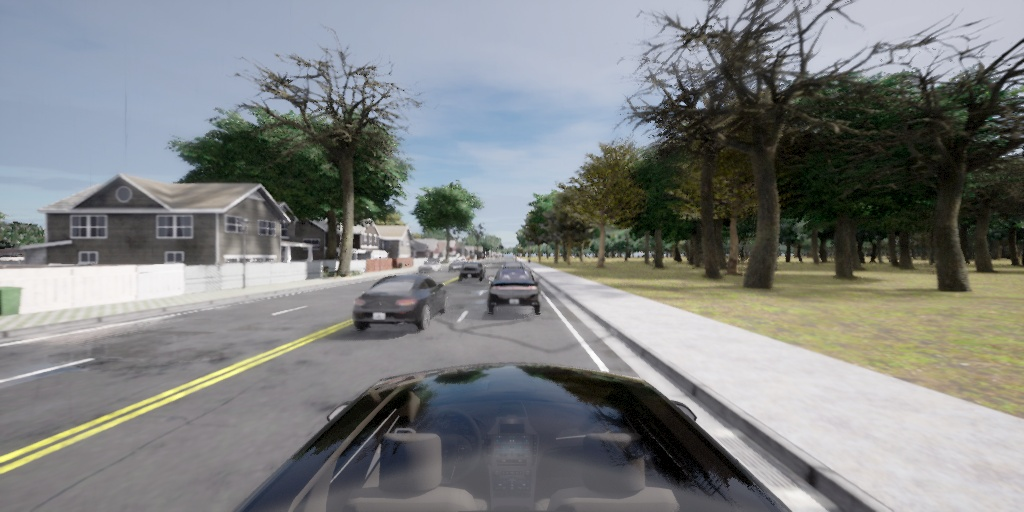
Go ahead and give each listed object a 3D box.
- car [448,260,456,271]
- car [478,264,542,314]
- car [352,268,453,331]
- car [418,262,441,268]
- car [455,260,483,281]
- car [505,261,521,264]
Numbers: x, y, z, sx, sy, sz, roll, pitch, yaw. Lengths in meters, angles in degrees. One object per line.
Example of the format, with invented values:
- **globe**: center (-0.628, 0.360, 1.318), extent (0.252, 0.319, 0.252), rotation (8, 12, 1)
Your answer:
- **car**: center (-6.582, 1.203, 43.921), extent (2.128, 1.511, 4.902), rotation (0, 0, 0)
- **car**: center (0.087, 1.231, 13.810), extent (2.128, 1.511, 4.902), rotation (0, 0, 0)
- **car**: center (-3.175, 1.268, 10.900), extent (1.812, 1.442, 4.674), rotation (0, 0, 0)
- **car**: center (-9.836, 1.314, 42.838), extent (1.895, 1.301, 4.718), rotation (0, 0, 0)
- **car**: center (-3.159, 1.231, 29.240), extent (1.837, 1.490, 4.892), rotation (0, 0, 0)
- **car**: center (0.096, 1.202, 30.711), extent (1.882, 1.535, 5.008), rotation (0, 0, 0)
